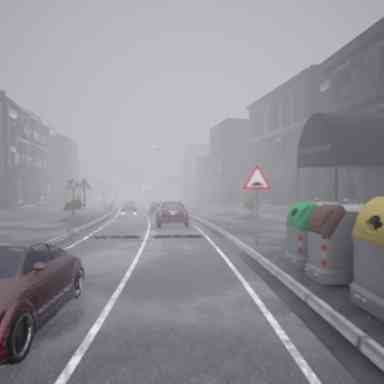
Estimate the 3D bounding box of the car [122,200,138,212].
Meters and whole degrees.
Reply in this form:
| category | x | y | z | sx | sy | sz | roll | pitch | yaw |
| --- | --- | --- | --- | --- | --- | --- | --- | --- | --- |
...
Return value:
| category | x | y | z | sx | sy | sz | roll | pitch | yaw |
| --- | --- | --- | --- | --- | --- | --- | --- | --- | --- |
| car | -8.879 | 1.984 | 47.464 | 2.097 | 1.767 | 4.553 | 0 | -2 | -11 |

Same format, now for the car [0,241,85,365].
| category | x | y | z | sx | sy | sz | roll | pitch | yaw |
| --- | --- | --- | --- | --- | --- | --- | --- | --- | --- |
| car | -3.294 | 1.576 | 5.662 | 1.994 | 1.385 | 4.181 | 0 | 0 | -2 |

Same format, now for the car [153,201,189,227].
| category | x | y | z | sx | sy | sz | roll | pitch | yaw |
| --- | --- | --- | --- | --- | --- | --- | --- | --- | --- |
| car | -1.442 | 1.375 | 23.008 | 2.097 | 1.767 | 4.553 | 0 | 0 | -7 |

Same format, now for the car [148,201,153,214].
| category | x | y | z | sx | sy | sz | roll | pitch | yaw |
| --- | --- | --- | --- | --- | --- | --- | --- | --- | --- |
| car | -4.169 | 1.827 | 39.925 | 1.837 | 1.490 | 4.892 | 0 | -1 | -11 |
